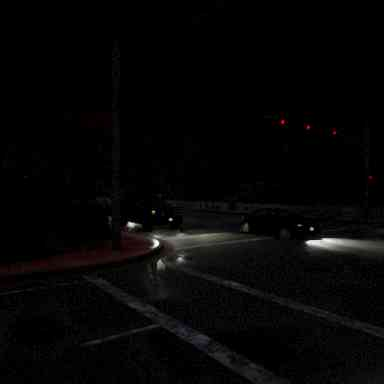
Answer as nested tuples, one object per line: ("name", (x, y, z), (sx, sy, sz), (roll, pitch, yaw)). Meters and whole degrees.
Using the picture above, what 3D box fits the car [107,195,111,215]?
("car", (-6.137, 1.220, 31.407), (2.150, 2.045, 5.566), (0, 0, -37))

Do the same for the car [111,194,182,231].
("car", (-2.883, 1.221, 21.260), (2.150, 2.045, 5.566), (0, 0, -37))

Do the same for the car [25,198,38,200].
("car", (-23.503, 1.601, 48.824), (1.895, 1.301, 4.718), (0, 0, -37))

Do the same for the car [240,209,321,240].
("car", (4.463, 1.564, 17.271), (1.994, 1.385, 4.181), (0, 0, -36))

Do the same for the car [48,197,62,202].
("car", (-20.696, 1.547, 50.915), (2.033, 1.411, 5.357), (0, 0, -37))

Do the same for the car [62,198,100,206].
("car", (-10.007, 1.352, 30.734), (2.097, 1.767, 4.553), (0, 0, -37))
